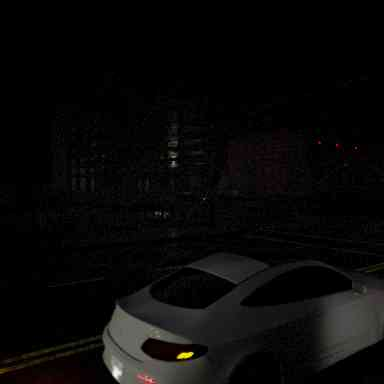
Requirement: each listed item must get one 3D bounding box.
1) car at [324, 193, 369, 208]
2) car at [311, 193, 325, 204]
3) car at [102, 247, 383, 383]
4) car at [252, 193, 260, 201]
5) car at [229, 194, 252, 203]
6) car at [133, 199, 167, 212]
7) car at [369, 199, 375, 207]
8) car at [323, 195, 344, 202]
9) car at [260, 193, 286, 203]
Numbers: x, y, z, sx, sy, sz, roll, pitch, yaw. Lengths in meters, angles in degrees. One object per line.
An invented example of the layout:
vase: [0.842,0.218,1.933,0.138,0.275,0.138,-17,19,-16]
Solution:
car: [20.857,1.153,44.999,1.932,1.855,4.605,0,0,-35]
car: [29.088,1.153,72.289,1.932,1.855,4.605,0,0,-35]
car: [1.147,1.526,4.603,4.674,1.442,1.812,0,0,-35]
car: [13.689,1.364,79.773,1.784,1.438,3.905,0,0,-35]
car: [11.326,1.395,78.099,1.970,1.475,3.806,0,0,-35]
car: [-5.060,1.563,39.045,2.033,1.411,5.357,0,0,-36]
car: [23.250,1.156,46.629,1.905,1.878,3.866,0,0,-35]
car: [31.488,1.364,73.912,1.784,1.438,3.905,0,0,-35]
car: [15.355,1.395,62.443,1.970,1.475,3.806,0,0,-35]
